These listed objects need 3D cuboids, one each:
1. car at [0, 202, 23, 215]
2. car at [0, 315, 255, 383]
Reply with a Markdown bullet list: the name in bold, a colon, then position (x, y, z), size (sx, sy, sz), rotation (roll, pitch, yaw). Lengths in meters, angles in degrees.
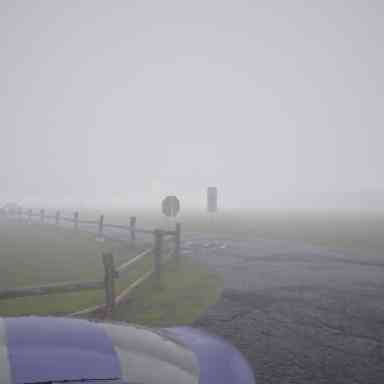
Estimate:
- **car**: position (-24.849, 2.251, 45.806), size (2.097, 1.767, 4.553), rotation (1, -2, -40)
- **car**: position (-1.629, 1.538, 1.595), size (4.674, 1.442, 1.812), rotation (1, -1, -31)
